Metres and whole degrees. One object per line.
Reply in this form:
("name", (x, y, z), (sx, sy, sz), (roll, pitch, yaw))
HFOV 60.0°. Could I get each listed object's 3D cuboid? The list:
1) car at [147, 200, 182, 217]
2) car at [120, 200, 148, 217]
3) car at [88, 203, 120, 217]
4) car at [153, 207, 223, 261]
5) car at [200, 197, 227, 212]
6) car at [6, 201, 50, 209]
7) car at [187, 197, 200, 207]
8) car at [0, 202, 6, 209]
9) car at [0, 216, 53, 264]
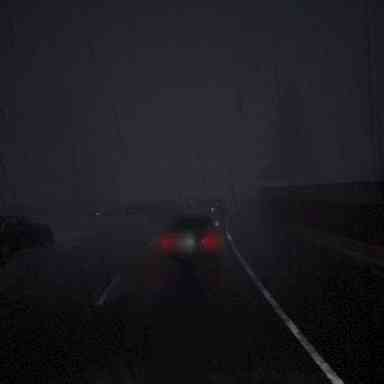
("car", (-2.017, 1.441, 28.482), (1.882, 1.535, 5.008), (-1, 0, 8))
("car", (-4.915, 1.504, 32.549), (1.882, 1.535, 5.008), (-2, 0, 9))
("car", (-8.383, 1.716, 33.109), (1.895, 1.301, 4.718), (-1, 0, 10))
("car", (0.006, 1.508, 12.120), (2.033, 1.411, 5.357), (-2, 0, 2))
("car", (2.338, 1.339, 33.360), (1.837, 1.490, 4.892), (-2, 0, 11))
("car", (-18.335, 1.841, 38.019), (1.882, 1.535, 5.008), (-1, 0, 11))
("car", (0.767, 1.339, 42.201), (2.128, 1.511, 4.902), (-1, 0, 14))
("car", (-21.949, 1.949, 37.713), (2.128, 1.511, 4.902), (-1, 0, 11))
("car", (-6.928, 1.633, 12.381), (2.128, 1.511, 4.902), (-2, 0, 1))
